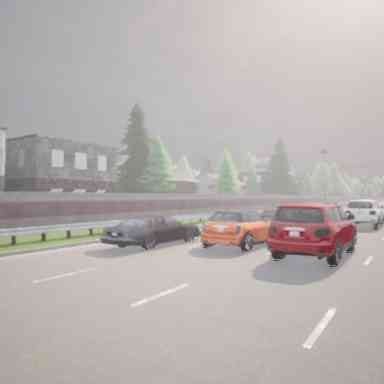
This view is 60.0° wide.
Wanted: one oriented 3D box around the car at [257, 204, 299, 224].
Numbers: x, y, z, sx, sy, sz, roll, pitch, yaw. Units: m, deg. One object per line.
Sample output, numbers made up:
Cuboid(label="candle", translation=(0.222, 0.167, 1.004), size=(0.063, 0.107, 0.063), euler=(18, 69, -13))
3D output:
Cuboid(label="car", translation=(7.801, 1.932, 29.844), size=(2.128, 1.511, 4.902), euler=(-1, -1, 34))

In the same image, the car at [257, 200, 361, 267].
Cuboid(label="car", translation=(4.672, 1.409, 12.544), size=(2.150, 2.045, 5.566), euler=(-1, -1, 34))

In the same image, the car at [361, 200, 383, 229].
Cuboid(label="car", translation=(13.000, 1.593, 25.047), size=(2.150, 2.045, 5.566), euler=(-1, -1, 34))

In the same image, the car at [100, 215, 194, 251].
Cuboid(label="car", translation=(-1.736, 1.778, 15.561), size=(2.033, 1.411, 5.357), euler=(-1, -1, 34))

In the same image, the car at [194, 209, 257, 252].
Cuboid(label="car", translation=(2.347, 1.579, 15.347), size=(2.097, 1.767, 4.553), euler=(-1, -1, 34))

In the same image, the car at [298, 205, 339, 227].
Cuboid(label="car", translation=(10.716, 1.904, 27.907), size=(2.128, 1.511, 4.902), euler=(-1, -1, 34))
